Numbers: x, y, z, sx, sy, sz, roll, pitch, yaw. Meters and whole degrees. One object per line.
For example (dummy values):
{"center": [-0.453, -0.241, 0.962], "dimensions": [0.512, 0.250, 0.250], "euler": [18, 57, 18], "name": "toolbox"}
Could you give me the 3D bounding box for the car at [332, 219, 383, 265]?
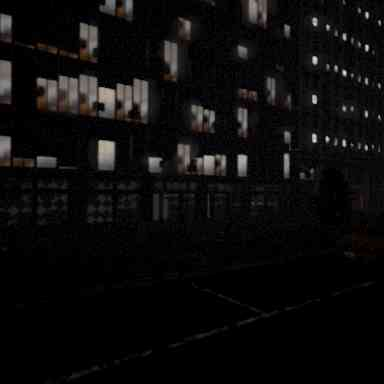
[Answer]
{"center": [6.655, 1.541, 11.300], "dimensions": [4.829, 1.417, 1.752], "euler": [0, 0, -35], "name": "car"}
